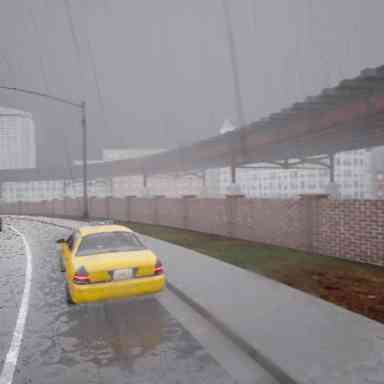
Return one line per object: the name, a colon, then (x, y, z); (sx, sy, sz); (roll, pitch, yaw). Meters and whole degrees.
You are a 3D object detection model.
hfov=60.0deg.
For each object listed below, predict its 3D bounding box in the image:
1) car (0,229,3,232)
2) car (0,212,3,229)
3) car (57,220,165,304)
car: (-6.305, 1.622, 8.719); (1.812, 1.442, 4.674); (-1, 0, -25)
car: (-14.418, 1.838, 23.043); (2.097, 1.767, 4.553); (-1, -1, -33)
car: (-2.276, 1.465, 8.266); (1.801, 1.575, 5.366); (-1, 0, -24)
